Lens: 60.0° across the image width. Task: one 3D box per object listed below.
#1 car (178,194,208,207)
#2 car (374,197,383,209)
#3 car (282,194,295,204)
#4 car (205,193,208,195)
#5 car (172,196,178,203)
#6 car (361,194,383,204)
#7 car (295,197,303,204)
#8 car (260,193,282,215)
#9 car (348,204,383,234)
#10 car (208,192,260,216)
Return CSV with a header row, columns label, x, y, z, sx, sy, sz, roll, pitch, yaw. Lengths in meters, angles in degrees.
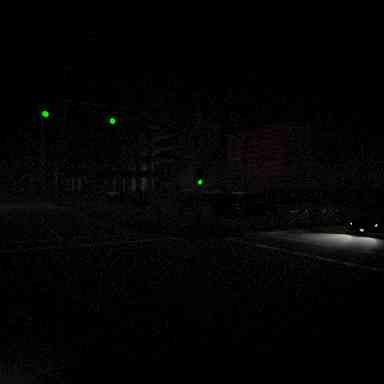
label,x,y,z,sx,sy,sz,roll,pitch,yaw
car,0.073,1.395,48.338,1.970,1.475,3.806,0,0,-29
car,25.887,1.395,42.822,1.970,1.475,3.806,0,0,-29
car,14.766,1.153,56.685,1.932,1.855,4.605,0,0,-29
car,2.555,1.153,67.104,1.932,1.855,4.605,0,0,-29
car,-2.285,1.395,64.331,1.970,1.475,3.806,0,0,-29
car,23.356,1.156,41.415,1.905,1.878,3.866,0,0,-29
car,17.323,1.364,58.046,1.784,1.438,3.905,0,0,-29
car,6.260,1.156,31.781,1.905,1.878,3.866,0,0,-29
car,10.959,1.547,18.159,5.357,1.411,2.033,0,0,-28
car,3.709,1.153,30.412,1.932,1.855,4.605,0,0,-29
